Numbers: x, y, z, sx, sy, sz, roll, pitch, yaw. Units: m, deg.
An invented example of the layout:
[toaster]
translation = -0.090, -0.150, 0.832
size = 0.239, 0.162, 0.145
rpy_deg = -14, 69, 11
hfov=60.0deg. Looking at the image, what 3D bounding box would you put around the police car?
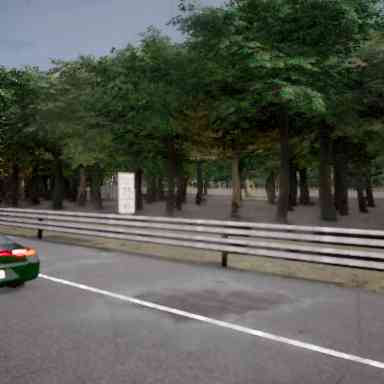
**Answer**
[police car]
translation = -5.892, 1.488, 8.082
size = 4.974, 1.542, 2.038
rpy_deg = 0, 0, 35
